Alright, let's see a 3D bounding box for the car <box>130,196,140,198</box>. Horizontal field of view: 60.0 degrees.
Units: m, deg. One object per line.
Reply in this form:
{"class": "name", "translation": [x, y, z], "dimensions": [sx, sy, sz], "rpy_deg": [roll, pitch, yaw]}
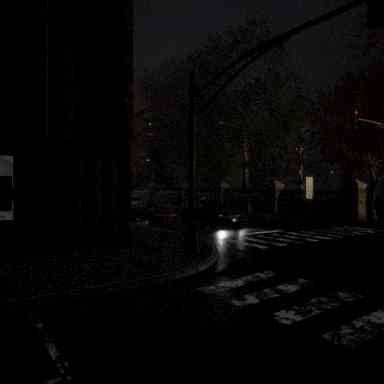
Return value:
{"class": "car", "translation": [-5.837, 1.158, 25.482], "dimensions": [1.802, 1.307, 4.206], "rpy_deg": [2, 0, -36]}

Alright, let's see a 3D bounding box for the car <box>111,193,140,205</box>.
{"class": "car", "translation": [-8.830, 0.863, 43.840], "dimensions": [2.008, 1.369, 4.403], "rpy_deg": [1, 0, -36]}

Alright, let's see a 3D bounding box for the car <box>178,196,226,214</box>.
{"class": "car", "translation": [0.843, 1.129, 30.546], "dimensions": [1.752, 1.417, 4.829], "rpy_deg": [1, 0, -36]}

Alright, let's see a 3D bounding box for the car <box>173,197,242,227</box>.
{"class": "car", "translation": [0.999, 1.255, 20.470], "dimensions": [1.812, 1.442, 4.674], "rpy_deg": [0, 1, -36]}

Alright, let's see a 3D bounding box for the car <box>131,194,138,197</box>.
{"class": "car", "translation": [-5.269, 1.065, 29.094], "dimensions": [1.812, 1.442, 4.674], "rpy_deg": [0, 1, -36]}

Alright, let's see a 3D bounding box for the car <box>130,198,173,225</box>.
{"class": "car", "translation": [-2.580, 1.257, 21.006], "dimensions": [1.802, 1.307, 4.206], "rpy_deg": [2, 0, -36]}
